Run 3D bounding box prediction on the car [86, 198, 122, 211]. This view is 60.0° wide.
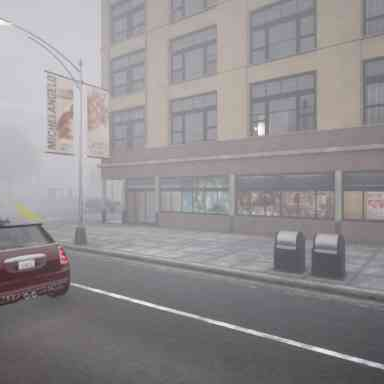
[{"bbox_3d":[-10.954,1.491,41.664,2.128,1.511,4.902,0,0,36],"label":"car"}]

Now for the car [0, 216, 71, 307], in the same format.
[{"bbox_3d":[-4.763,1.352,7.369,4.553,1.767,2.097,0,0,36],"label":"car"}]
